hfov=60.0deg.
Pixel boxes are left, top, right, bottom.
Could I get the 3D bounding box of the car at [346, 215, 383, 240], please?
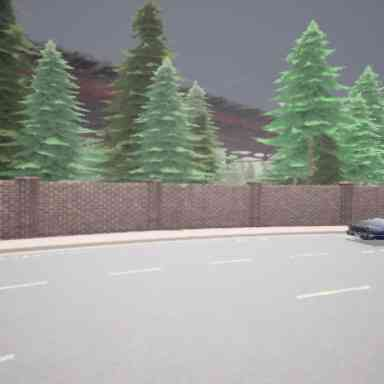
[{"bbox_3d":[9.582,1.462,14.429,5.357,1.411,2.033,0,1,-10],"label":"car"}]
